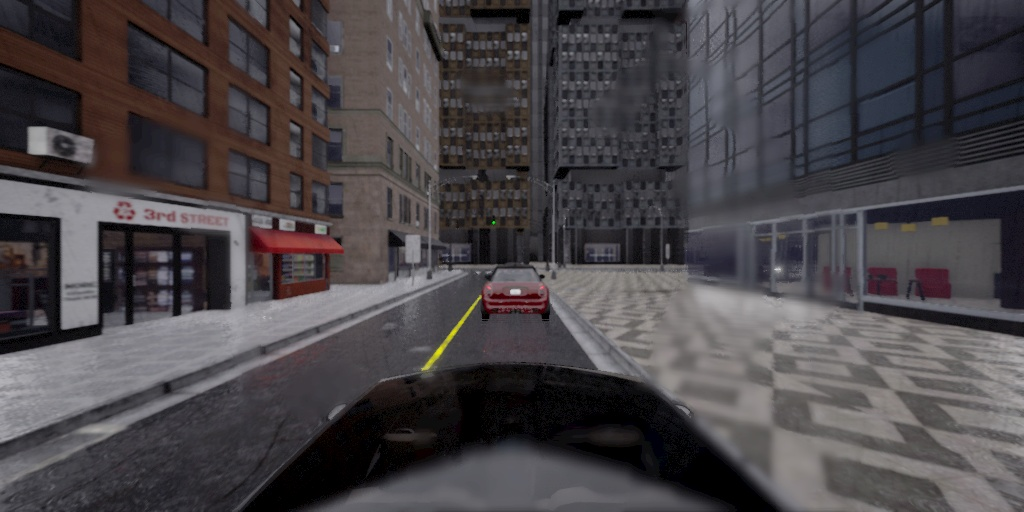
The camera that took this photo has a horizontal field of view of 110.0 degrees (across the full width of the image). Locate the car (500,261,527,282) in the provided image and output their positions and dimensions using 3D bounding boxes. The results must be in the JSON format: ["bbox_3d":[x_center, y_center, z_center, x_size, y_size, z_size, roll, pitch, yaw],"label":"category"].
[{"bbox_3d":[0.107,1.180,29.048,2.033,1.411,5.357,0,0,0],"label":"car"}]

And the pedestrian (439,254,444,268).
[{"bbox_3d":[-9.876,0.697,50.012,0.375,1.860,0.375,0,0,1],"label":"pedestrian"}]

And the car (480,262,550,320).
[{"bbox_3d":[0.102,1.054,12.511,2.097,1.767,4.553,0,0,0],"label":"car"}]
